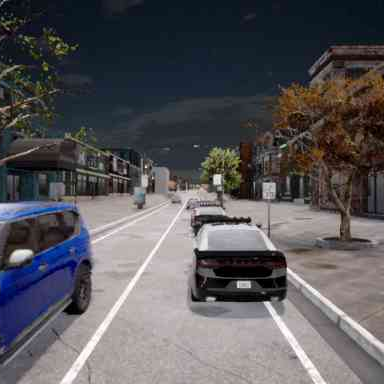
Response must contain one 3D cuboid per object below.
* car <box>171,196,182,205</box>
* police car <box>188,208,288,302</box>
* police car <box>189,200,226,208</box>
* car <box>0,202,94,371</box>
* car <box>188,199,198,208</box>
[{"bbox_3d":[-2.788,1.552,60.240,1.837,1.490,4.892,0,0,0],"label":"car"},{"bbox_3d":[0.929,1.441,8.481,1.930,1.638,5.238,0,0,0],"label":"police car"},{"bbox_3d":[0.964,1.463,18.481,1.930,1.638,5.238,0,0,0],"label":"police car"},{"bbox_3d":[-3.084,1.225,4.694,2.150,2.045,5.566,0,0,0],"label":"car"},{"bbox_3d":[0.985,1.401,24.341,2.097,1.767,4.553,0,0,0],"label":"car"}]
